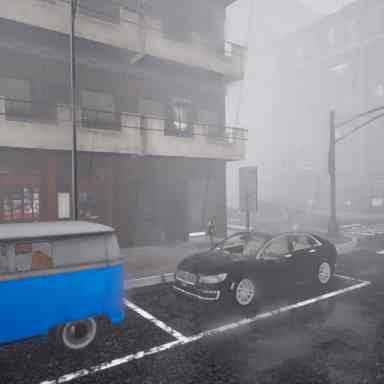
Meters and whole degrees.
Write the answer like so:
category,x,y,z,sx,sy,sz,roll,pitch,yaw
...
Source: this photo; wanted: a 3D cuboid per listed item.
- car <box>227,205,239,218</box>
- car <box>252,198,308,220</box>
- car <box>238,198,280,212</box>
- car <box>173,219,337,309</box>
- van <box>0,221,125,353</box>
category,x,y,z,sx,sy,sz,roll,pitch,yaw
car,2.151,1.507,28.916,1.887,1.381,4.507,-1,1,-35
car,6.943,1.445,26.772,1.837,1.490,4.892,-1,1,-35
car,7.312,1.357,36.581,1.887,1.381,4.507,-1,1,-35
car,1.623,1.549,7.739,4.403,1.369,2.008,0,-1,-36
van,-2.917,1.341,4.496,3.998,1.788,1.690,0,-1,-36
